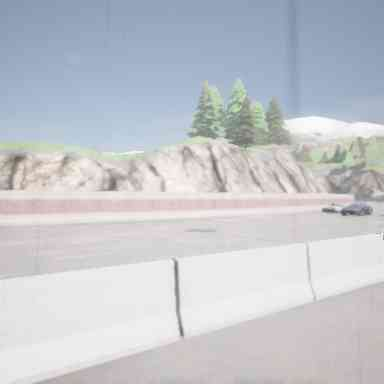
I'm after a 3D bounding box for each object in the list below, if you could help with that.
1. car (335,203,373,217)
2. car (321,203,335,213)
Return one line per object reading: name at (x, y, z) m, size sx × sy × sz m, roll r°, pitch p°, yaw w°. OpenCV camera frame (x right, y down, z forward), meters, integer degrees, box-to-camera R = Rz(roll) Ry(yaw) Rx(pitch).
car at (18.046, 1.890, 36.276) m, size 5.357 × 1.411 × 2.033 m, roll 1°, pitch 0°, yaw -44°
car at (17.661, 1.967, 40.890) m, size 1.895 × 1.301 × 4.718 m, roll 0°, pitch 0°, yaw 44°
